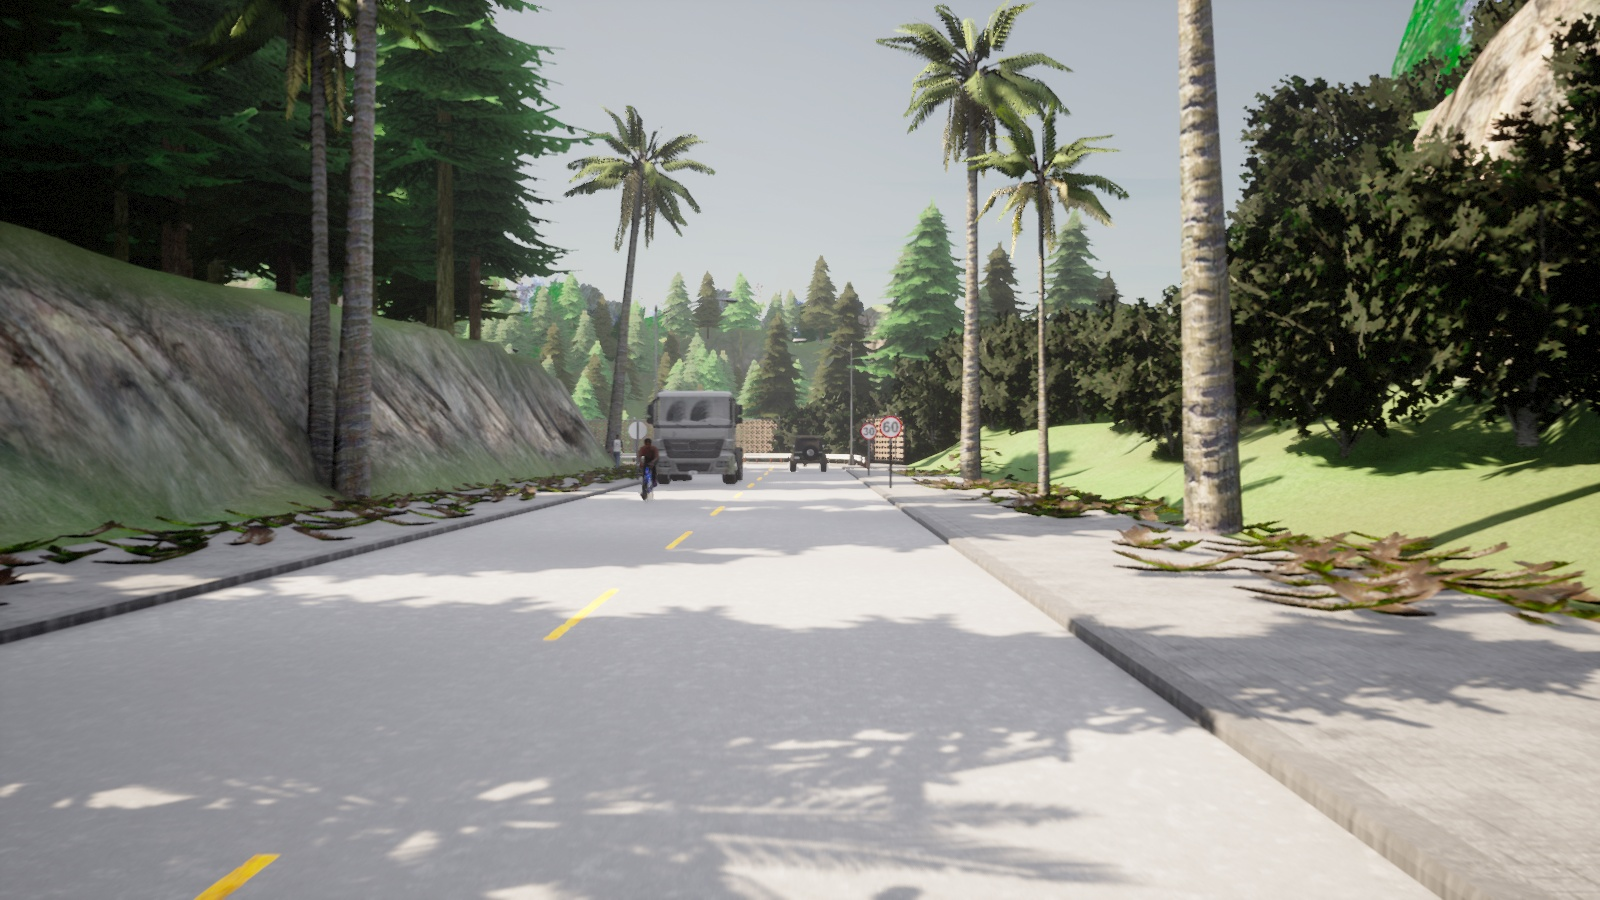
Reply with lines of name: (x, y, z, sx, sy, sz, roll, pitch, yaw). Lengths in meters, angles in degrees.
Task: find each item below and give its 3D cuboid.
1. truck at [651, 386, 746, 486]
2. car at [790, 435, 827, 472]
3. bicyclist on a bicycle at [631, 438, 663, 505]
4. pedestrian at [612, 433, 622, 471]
truck: (-3.680, -0.505, 47.235, 2.891, 3.462, 7.936, 0, 0, 0)
car: (0.438, 0.172, 65.735, 1.905, 1.878, 3.866, 0, 0, 0)
bicyclist on a bicycle: (-3.785, 0.520, 31.195, 0.582, 1.620, 1.656, 0, 1, 0)
pedestrian: (-8.899, 0.074, 61.022, 0.354, 1.836, 0.706, 0, 0, 0)
